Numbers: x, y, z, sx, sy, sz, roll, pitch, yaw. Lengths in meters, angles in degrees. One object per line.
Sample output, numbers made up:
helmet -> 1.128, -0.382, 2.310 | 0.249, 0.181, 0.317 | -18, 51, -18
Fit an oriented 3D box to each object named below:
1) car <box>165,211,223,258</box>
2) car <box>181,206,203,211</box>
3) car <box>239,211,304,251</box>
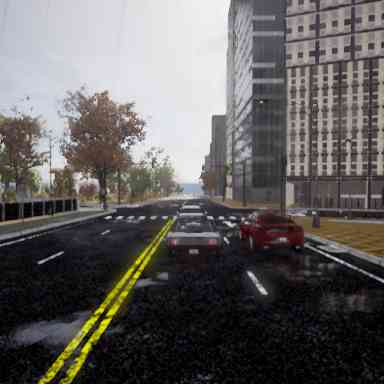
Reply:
car -> 0.072, 1.633, 12.920 | 1.895, 1.301, 4.718 | 0, 0, 0
car -> -0.011, 1.602, 21.160 | 2.033, 1.411, 5.357 | 0, 0, 0
car -> 3.242, 1.559, 14.355 | 1.882, 1.535, 5.008 | 0, 0, 0
